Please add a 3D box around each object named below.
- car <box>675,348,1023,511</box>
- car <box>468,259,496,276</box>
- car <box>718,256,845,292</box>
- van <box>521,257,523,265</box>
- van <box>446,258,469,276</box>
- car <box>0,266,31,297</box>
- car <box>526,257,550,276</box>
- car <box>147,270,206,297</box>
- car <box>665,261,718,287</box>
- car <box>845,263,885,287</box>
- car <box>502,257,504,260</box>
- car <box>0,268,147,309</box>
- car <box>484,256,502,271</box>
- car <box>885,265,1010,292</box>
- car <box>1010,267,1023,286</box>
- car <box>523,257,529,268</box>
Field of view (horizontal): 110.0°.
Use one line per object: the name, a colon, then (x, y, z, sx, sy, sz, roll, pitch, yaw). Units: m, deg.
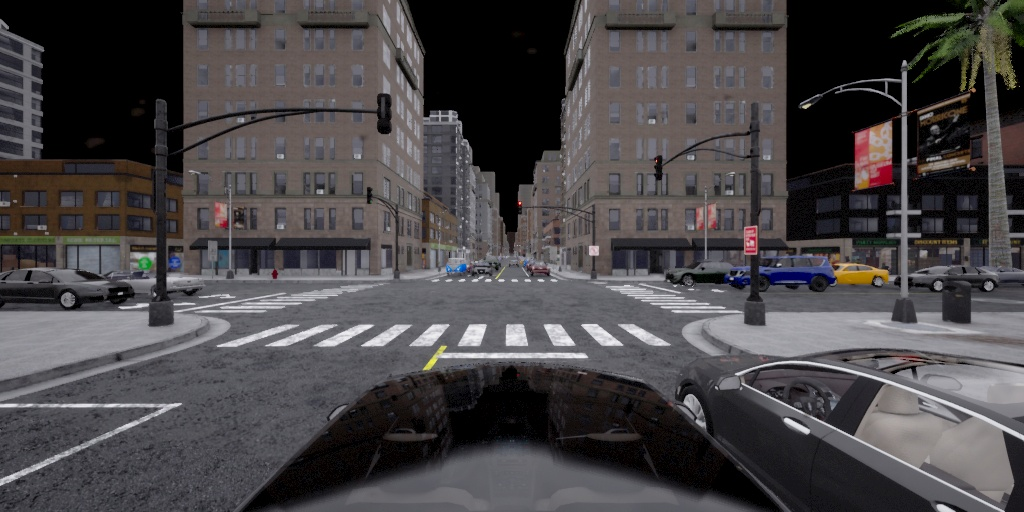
car: (2.668, 1.300, 2.334, 2.007, 1.370, 4.403, 0, 0, 0)
car: (-2.970, 1.316, 36.657, 1.994, 1.385, 4.181, 0, 0, 0)
car: (15.661, 0.994, 21.079, 5.566, 2.045, 2.150, 0, 0, 0)
van: (2.893, 1.094, 59.661, 1.690, 1.789, 3.998, 0, 0, 0)
van: (-5.725, 1.093, 37.017, 1.690, 1.789, 3.998, 0, 0, 0)
car: (-26.893, 1.236, 17.389, 4.674, 1.442, 1.812, 0, 0, 0)
car: (2.800, 1.192, 36.984, 1.967, 1.591, 4.097, 0, 0, 0)
car: (-17.906, 1.325, 17.438, 4.718, 1.301, 1.895, 0, 0, 0)
car: (12.865, 1.114, 24.313, 4.553, 1.767, 2.097, 0, 0, 0)
car: (22.503, 1.257, 24.366, 5.008, 1.535, 1.882, 0, 0, 0)
car: (-2.829, 1.353, 63.161, 1.895, 1.301, 4.718, 0, 0, 1)
car: (-17.945, 1.232, 14.189, 4.892, 1.490, 1.837, 0, 0, 0)
car: (-2.914, 0.976, 49.137, 2.150, 2.045, 5.566, 0, 0, 0)
car: (25.528, 1.293, 21.135, 4.892, 1.490, 1.837, 0, 0, 0)
car: (32.624, 1.363, 24.425, 4.181, 1.385, 1.994, 0, 0, -1)
car: (2.847, 1.193, 48.322, 1.967, 1.591, 4.097, 0, 0, 0)
